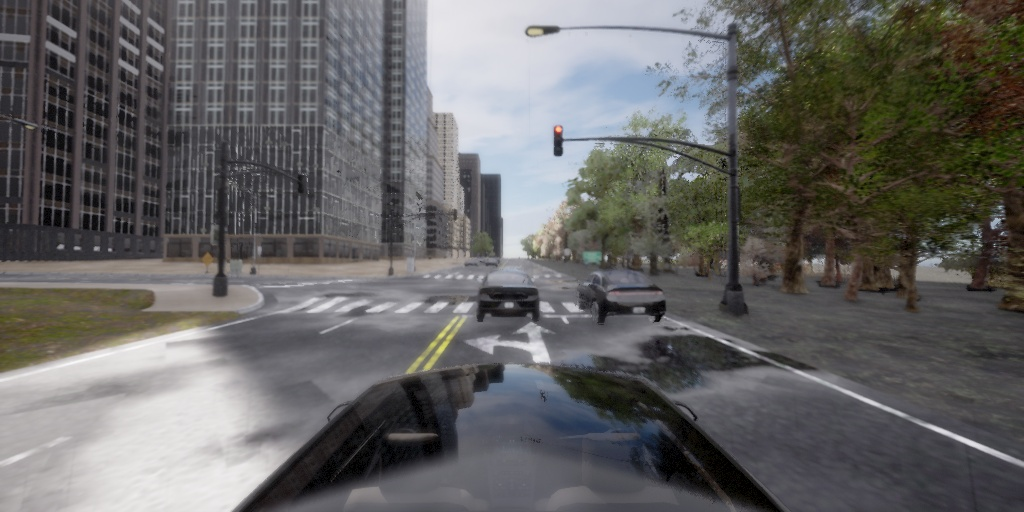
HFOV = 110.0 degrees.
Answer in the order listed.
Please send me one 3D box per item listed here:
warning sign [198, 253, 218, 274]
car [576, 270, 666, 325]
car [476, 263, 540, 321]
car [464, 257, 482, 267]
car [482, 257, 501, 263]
[{"bbox_3d":[-26.156,0.608,30.774,1.060,1.860,1.300,0,0,-4],"label":"warning sign"},{"bbox_3d":[3.305,1.193,11.697,2.128,1.511,4.902,-1,0,0],"label":"car"},{"bbox_3d":[-0.189,1.188,12.307,1.882,1.535,5.008,0,0,-3],"label":"car"},{"bbox_3d":[-6.538,1.101,57.943,1.994,1.385,4.181,0,0,1],"label":"car"},{"bbox_3d":[-3.287,1.015,57.942,1.882,1.535,5.008,0,0,1],"label":"car"}]
